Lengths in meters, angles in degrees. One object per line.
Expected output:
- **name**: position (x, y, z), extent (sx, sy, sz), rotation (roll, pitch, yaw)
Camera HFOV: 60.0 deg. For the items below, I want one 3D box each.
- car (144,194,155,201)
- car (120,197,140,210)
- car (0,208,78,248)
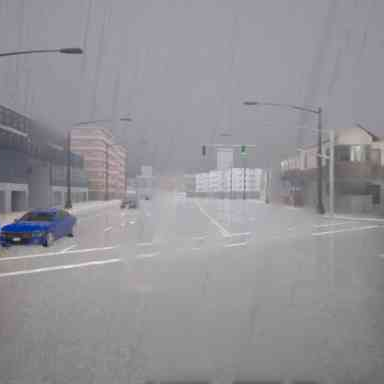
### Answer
- **car**: position (-8.295, 1.081, 65.976), extent (2.033, 1.411, 5.357), rotation (0, 0, -2)
- **car**: position (-7.558, 1.407, 40.916), extent (2.128, 1.511, 4.902), rotation (0, 1, -2)
- **car**: position (-6.805, 1.543, 15.274), extent (1.882, 1.535, 5.008), rotation (0, 0, -2)
